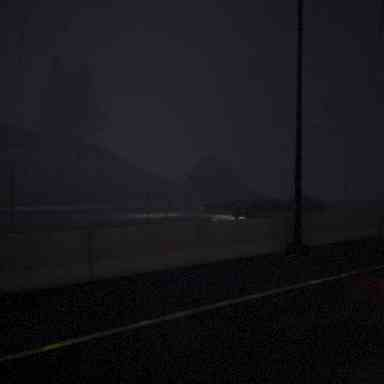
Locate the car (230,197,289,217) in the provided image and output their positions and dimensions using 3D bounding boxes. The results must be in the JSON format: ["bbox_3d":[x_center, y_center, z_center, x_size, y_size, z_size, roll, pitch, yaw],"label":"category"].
[{"bbox_3d":[5.781,1.232,28.205,4.892,1.490,1.837,1,0,-30],"label":"car"}]

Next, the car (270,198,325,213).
[{"bbox_3d":[8.383,0.941,25.660,4.181,1.385,1.994,0,1,-29],"label":"car"}]
